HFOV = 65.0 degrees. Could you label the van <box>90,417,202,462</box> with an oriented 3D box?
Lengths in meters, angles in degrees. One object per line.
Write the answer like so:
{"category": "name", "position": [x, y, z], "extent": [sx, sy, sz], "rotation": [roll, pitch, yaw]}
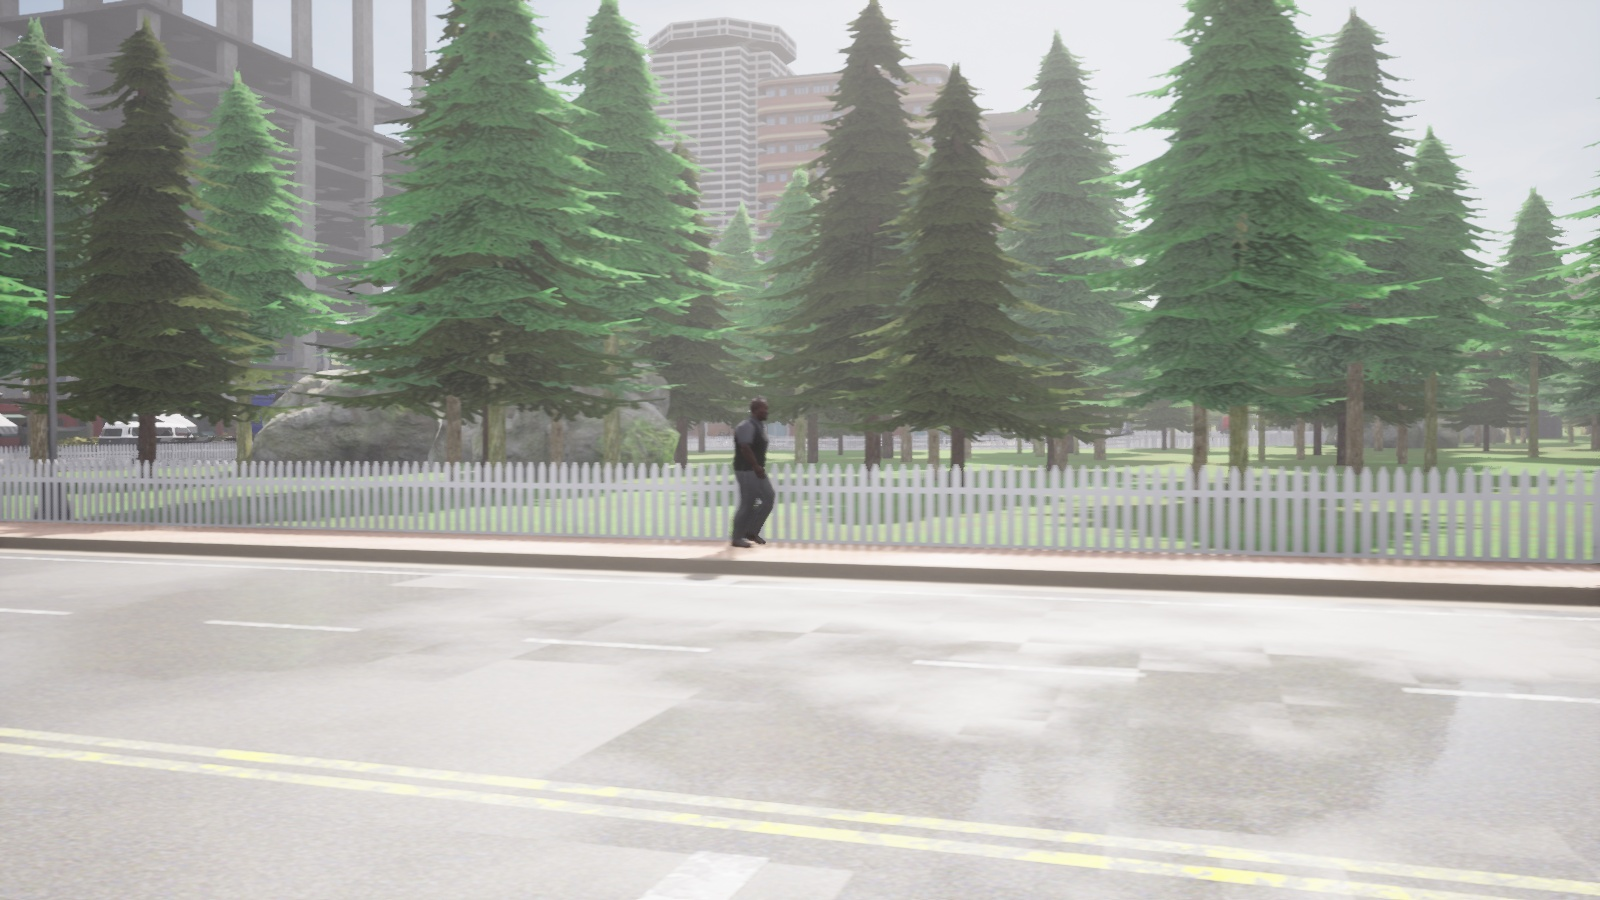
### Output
{"category": "van", "position": [-30.546, -0.522, 58.814], "extent": [2.069, 2.038, 4.480], "rotation": [1, 1, 17]}

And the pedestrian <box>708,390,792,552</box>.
{"category": "pedestrian", "position": [-0.599, 0.241, 15.019], "extent": [0.849, 1.883, 0.563], "rotation": [1, 1, 19]}

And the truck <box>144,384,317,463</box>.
{"category": "truck", "position": [-26.698, -1.221, 59.390], "extent": [2.891, 3.462, 7.936], "rotation": [1, 1, 17]}
